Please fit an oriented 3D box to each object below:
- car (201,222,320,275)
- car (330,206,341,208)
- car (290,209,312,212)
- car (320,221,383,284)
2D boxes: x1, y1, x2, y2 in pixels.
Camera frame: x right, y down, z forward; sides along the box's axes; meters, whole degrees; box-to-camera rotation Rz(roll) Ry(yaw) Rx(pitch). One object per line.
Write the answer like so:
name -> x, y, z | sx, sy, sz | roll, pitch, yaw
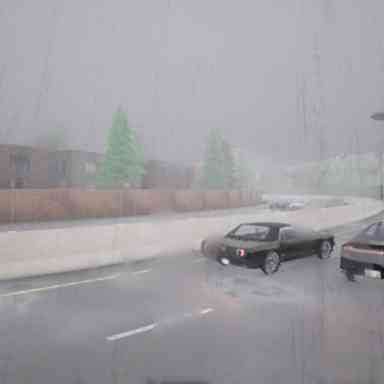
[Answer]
car -> 2.612, 1.593, 10.484 | 4.718, 1.301, 1.895 | 0, 0, -40
car -> 16.142, 1.433, 36.746 | 1.837, 1.490, 4.892 | 0, 0, 33
car -> 12.400, 1.476, 37.410 | 1.812, 1.442, 4.674 | 0, 0, 34
car -> 5.576, 1.466, 8.471 | 4.902, 1.511, 2.128 | 0, 0, -41
